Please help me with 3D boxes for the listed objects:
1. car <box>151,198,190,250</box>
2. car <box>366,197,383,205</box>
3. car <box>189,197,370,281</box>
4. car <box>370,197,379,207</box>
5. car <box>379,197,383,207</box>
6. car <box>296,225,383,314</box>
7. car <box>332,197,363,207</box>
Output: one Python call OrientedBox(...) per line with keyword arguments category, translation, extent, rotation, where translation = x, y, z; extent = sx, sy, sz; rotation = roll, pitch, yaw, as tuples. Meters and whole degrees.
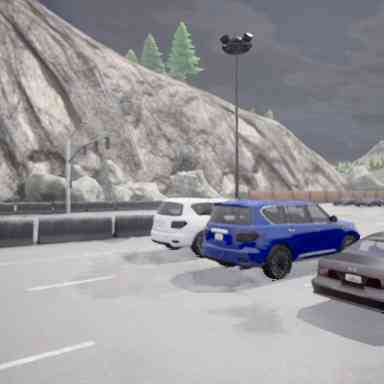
OrientedBox(category="car", translation=(1.073, 1.244, 13.185), extent=(5.566, 2.045, 2.150), rotation=(0, 0, -36))
OrientedBox(category="car", translation=(32.312, 1.529, 57.509), extent=(4.718, 1.301, 1.895), rotation=(0, 0, -36))
OrientedBox(category="car", translation=(2.882, 1.243, 10.185), extent=(5.566, 2.045, 2.150), rotation=(0, 0, -35))
OrientedBox(category="car", translation=(26.183, 1.495, 48.848), extent=(5.357, 1.411, 2.033), rotation=(0, 0, -36))
OrientedBox(category="car", translation=(28.778, 1.494, 46.405), extent=(5.357, 1.411, 2.033), rotation=(0, 0, -36))
OrientedBox(category="car", translation=(4.861, 1.566, 7.288), extent=(5.357, 1.411, 2.033), rotation=(0, 0, -36))
OrientedBox(category="car", translation=(24.150, 1.496, 51.678), extent=(5.357, 1.411, 2.033), rotation=(0, 0, -35))
